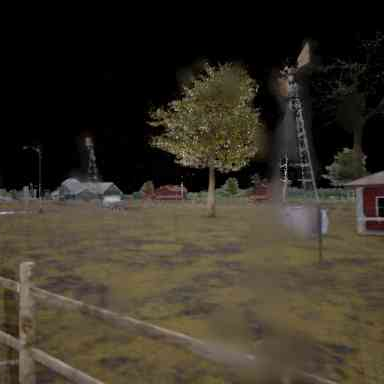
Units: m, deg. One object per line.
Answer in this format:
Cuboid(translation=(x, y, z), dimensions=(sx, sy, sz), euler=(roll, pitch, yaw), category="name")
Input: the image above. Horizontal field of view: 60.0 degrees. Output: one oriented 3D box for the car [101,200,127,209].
Cuboid(translation=(-13.253, 2.096, 56.402), dimensions=(2.128, 1.511, 4.902), euler=(-2, -2, 36), category="car")
